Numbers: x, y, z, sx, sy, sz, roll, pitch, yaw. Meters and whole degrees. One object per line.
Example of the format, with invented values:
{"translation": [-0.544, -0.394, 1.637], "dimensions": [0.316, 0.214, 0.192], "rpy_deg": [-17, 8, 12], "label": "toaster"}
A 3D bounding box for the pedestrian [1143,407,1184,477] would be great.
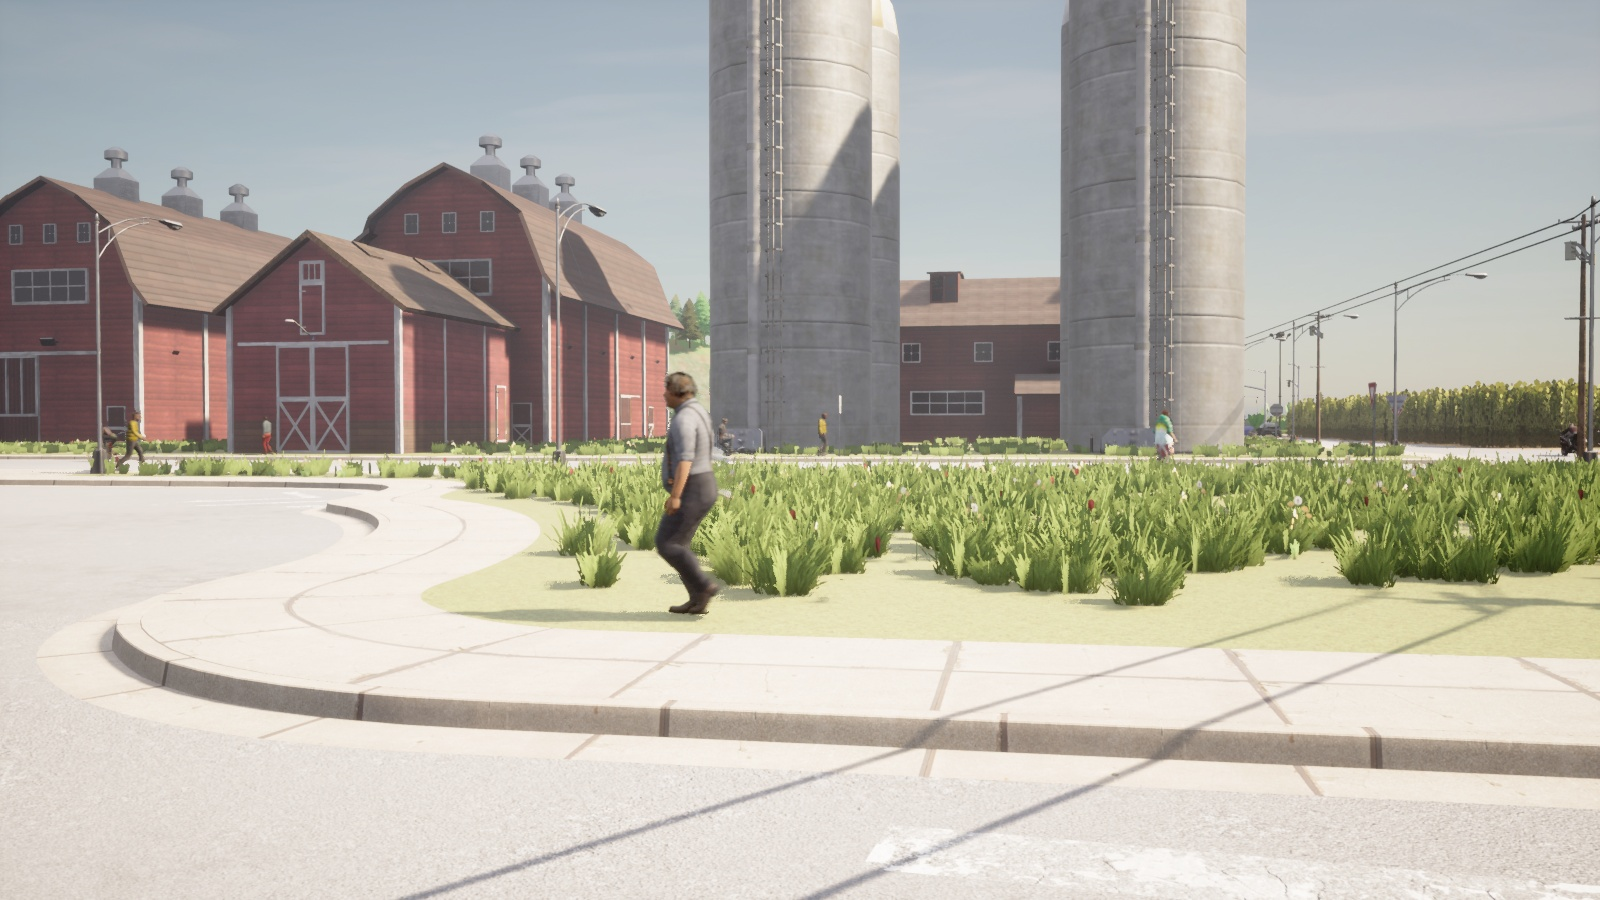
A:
{"translation": [10.335, -0.231, 35.671], "dimensions": [0.873, 1.952, 0.659], "rpy_deg": [0, 1, -21], "label": "pedestrian"}

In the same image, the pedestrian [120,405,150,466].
{"translation": [-19.988, -0.440, 37.761], "dimensions": [0.709, 1.840, 0.431], "rpy_deg": [0, 1, -14], "label": "pedestrian"}

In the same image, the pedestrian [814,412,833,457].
{"translation": [0.968, -0.634, 52.021], "dimensions": [0.726, 1.835, 0.370], "rpy_deg": [1, 1, 17], "label": "pedestrian"}

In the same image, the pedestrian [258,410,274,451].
{"translation": [-24.374, -0.889, 57.295], "dimensions": [0.614, 1.847, 0.353], "rpy_deg": [1, 1, 24], "label": "pedestrian"}

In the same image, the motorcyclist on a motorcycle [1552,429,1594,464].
{"translation": [34.784, -0.169, 56.559], "dimensions": [0.866, 1.530, 2.191], "rpy_deg": [1, 1, 10], "label": "motorcyclist on a motorcycle"}

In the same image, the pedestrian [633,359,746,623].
{"translation": [-0.796, 0.282, 9.115], "dimensions": [0.694, 1.848, 0.540], "rpy_deg": [1, 1, 10], "label": "pedestrian"}

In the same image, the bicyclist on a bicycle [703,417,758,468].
{"translation": [-2.444, -0.275, 44.482], "dimensions": [1.843, 1.776, 0.659], "rpy_deg": [0, 1, 10], "label": "bicyclist on a bicycle"}
